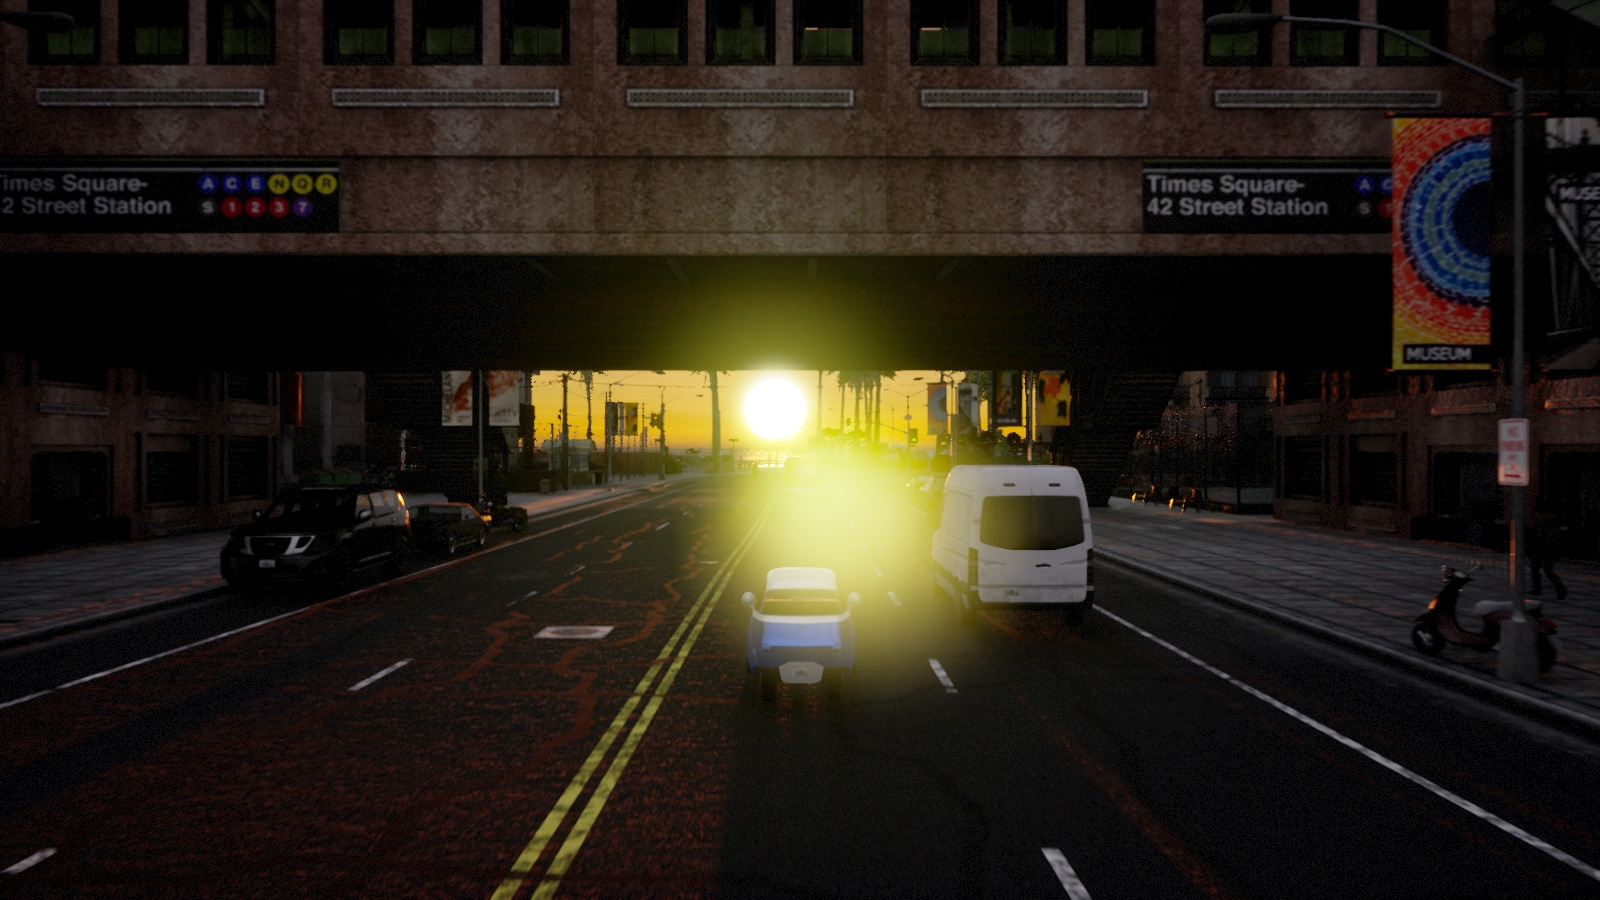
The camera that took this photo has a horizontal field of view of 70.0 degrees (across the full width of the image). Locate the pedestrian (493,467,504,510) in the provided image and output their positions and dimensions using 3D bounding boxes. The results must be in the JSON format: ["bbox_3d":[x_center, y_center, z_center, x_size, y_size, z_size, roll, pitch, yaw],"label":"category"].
[{"bbox_3d":[-13.279,1.699,50.317,0.375,1.860,0.375,0,0,7],"label":"pedestrian"}]

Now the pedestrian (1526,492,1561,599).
[{"bbox_3d":[13.282,1.696,20.407,0.375,1.860,0.375,0,0,-7],"label":"pedestrian"}]

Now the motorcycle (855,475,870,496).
[{"bbox_3d":[3.844,2.205,70.699,0.867,1.251,2.209,0,0,2],"label":"motorcycle"}]

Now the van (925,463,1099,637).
[{"bbox_3d":[3.523,1.534,20.195,1.988,2.561,5.915,0,0,0],"label":"van"}]

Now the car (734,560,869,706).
[{"bbox_3d":[0.017,2.120,13.676,1.481,1.376,2.207,0,0,0],"label":"car"}]

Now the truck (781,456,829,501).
[{"bbox_3d":[0.245,1.571,65.135,2.627,2.467,5.204,0,0,0],"label":"truck"}]
